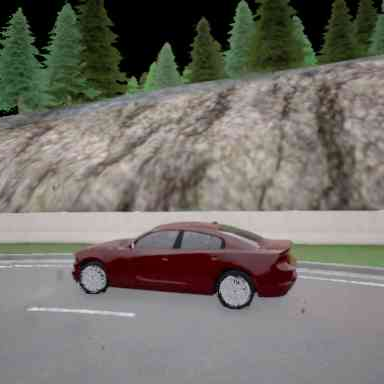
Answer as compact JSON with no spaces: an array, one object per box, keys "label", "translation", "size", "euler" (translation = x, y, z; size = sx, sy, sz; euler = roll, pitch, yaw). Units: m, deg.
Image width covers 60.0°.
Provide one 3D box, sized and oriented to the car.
[{"label":"car","translation":[-0.287,1.404,7.402],"size":[5.008,1.535,1.882],"euler":[-1,0,19]}]
